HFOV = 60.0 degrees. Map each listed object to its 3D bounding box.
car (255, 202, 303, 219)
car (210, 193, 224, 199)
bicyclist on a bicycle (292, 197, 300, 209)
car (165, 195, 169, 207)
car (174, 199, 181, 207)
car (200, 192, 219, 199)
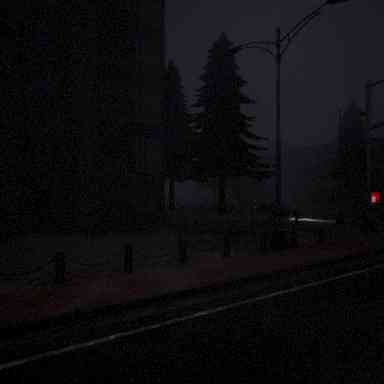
[{"bbox_3d":[7.579,1.579,29.325,1.994,1.385,4.181,0,0,-37],"label":"car"},{"bbox_3d":[7.168,1.092,94.497,1.905,1.878,3.866,0,0,-37],"label":"car"},{"bbox_3d":[11.427,1.316,36.632,1.656,1.620,0.582,0,0,-37],"label":"bicyclist on a bicycle"},{"bbox_3d":[-5.047,1.493,46.109,1.882,1.535,5.008,0,0,-37],"label":"car"},{"bbox_3d":[-3.646,1.616,50.434,1.895,1.301,4.718,0,0,-34],"label":"car"},{"bbox_3d":[5.081,1.113,92.433,1.932,1.855,4.605,0,0,-37],"label":"car"}]
